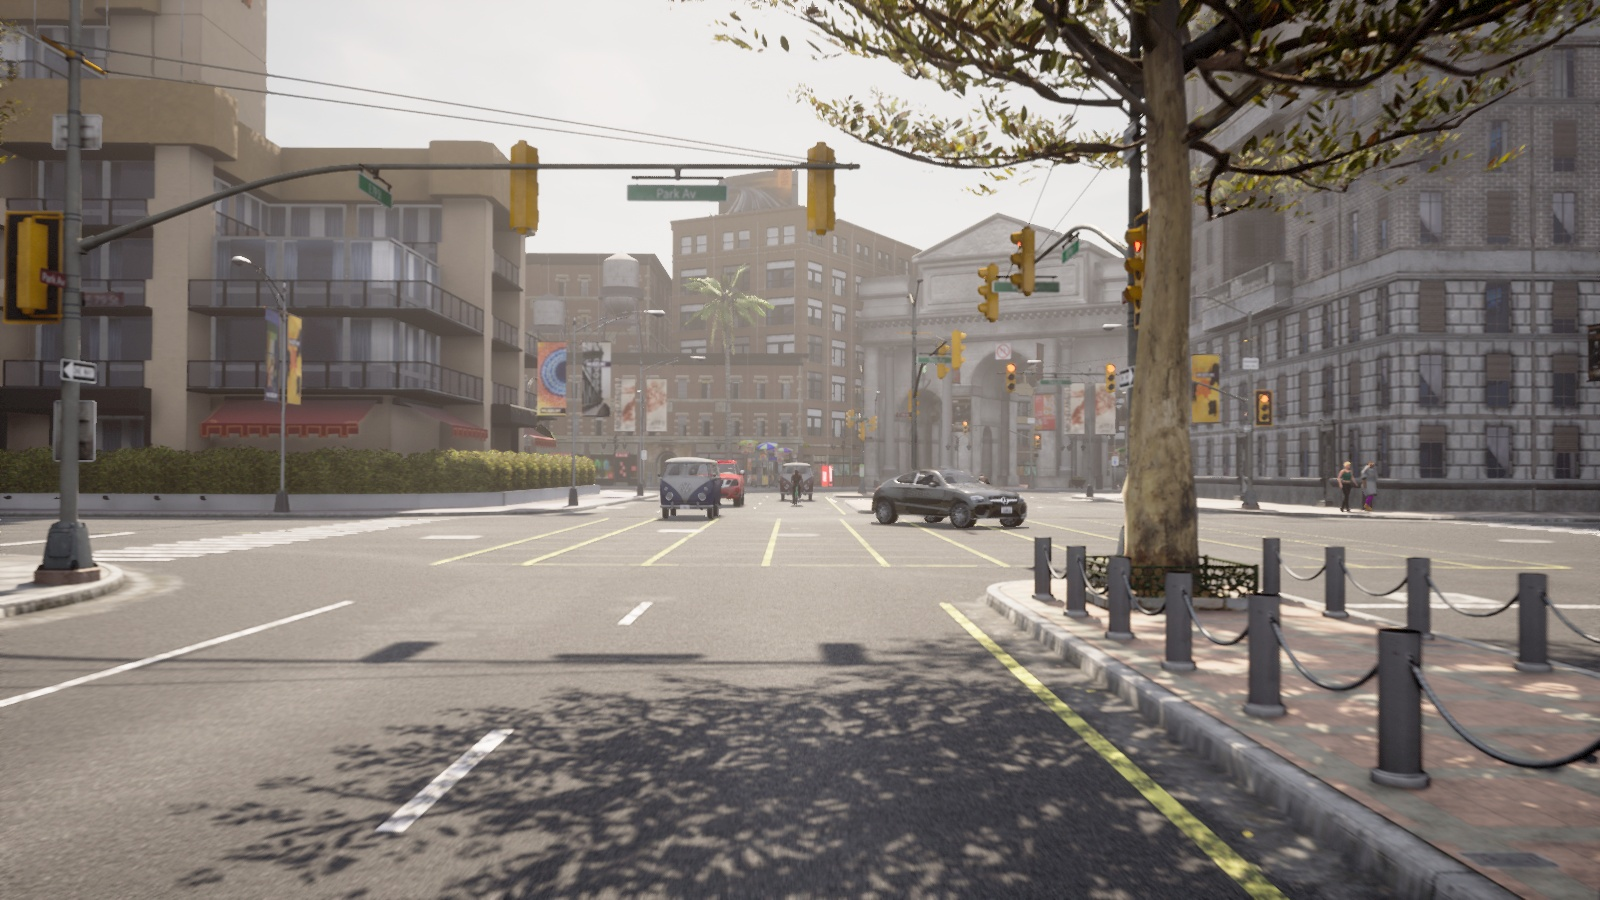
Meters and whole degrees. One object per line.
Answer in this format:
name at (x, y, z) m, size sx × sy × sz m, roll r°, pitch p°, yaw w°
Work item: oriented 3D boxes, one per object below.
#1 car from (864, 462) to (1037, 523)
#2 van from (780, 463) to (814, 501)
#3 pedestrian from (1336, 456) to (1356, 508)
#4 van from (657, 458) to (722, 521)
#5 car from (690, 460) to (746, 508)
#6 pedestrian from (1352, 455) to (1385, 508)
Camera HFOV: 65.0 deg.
car at (4.268, 1.188, 36.413) m, size 2.152 × 1.651 × 5.027 m, roll 0°, pitch -1°, yaw -36°
van at (-0.164, 1.696, 67.038) m, size 1.775 × 1.987 × 4.442 m, roll 0°, pitch -1°, yaw 0°
pedestrian at (19.694, 1.154, 45.291) m, size 0.345 × 1.836 × 0.594 m, roll 0°, pitch -1°, yaw -12°
van at (-3.601, 1.283, 41.749) m, size 1.775 × 1.987 × 4.442 m, roll 0°, pitch -1°, yaw 0°
car at (-3.638, 1.497, 56.432) m, size 2.150 × 2.045 × 5.566 m, roll 0°, pitch -1°, yaw 0°
pedestrian at (21.136, 1.171, 46.681) m, size 0.659 × 1.952 × 0.873 m, roll 0°, pitch -1°, yaw -30°
